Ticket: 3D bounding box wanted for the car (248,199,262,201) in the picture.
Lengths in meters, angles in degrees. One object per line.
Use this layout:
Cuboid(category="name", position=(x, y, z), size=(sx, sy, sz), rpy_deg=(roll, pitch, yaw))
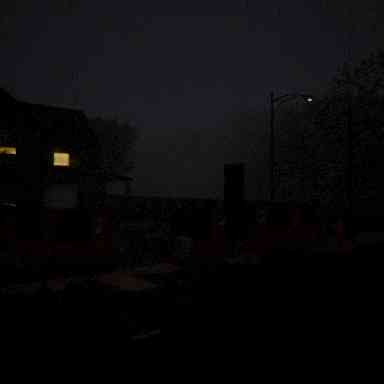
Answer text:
Cuboid(category="car", position=(5.995, 1.443, 31.356), size=(1.812, 1.442, 4.674), rpy_deg=(0, 0, -36))
